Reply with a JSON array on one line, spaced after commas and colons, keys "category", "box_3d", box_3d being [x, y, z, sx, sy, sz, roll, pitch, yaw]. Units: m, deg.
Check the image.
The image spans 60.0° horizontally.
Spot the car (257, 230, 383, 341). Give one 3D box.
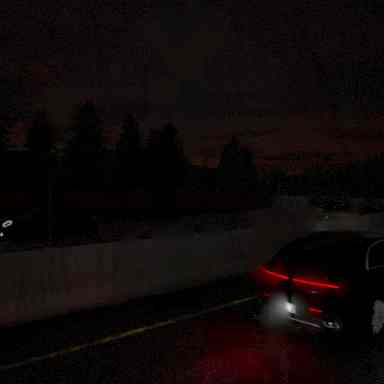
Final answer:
[{"category": "car", "box_3d": [3.348, 1.524, 6.643, 4.892, 1.490, 1.837, 0, 0, -39]}]
